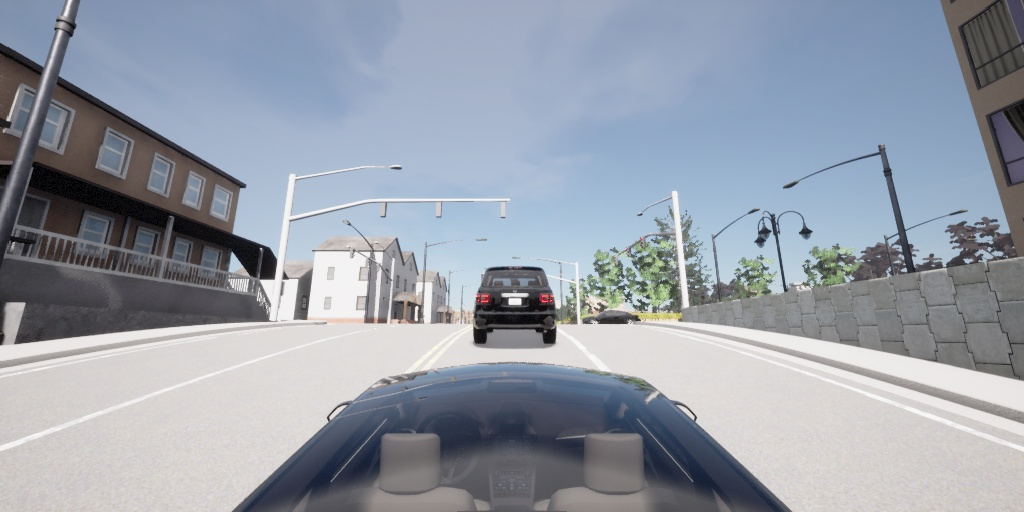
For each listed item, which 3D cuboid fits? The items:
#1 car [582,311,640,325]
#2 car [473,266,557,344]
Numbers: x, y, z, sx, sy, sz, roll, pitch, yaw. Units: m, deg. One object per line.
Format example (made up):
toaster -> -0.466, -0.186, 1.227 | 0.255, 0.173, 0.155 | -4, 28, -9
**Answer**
car -> 8.758, 5.622, 31.878 | 5.008, 1.535, 1.882 | -1, -12, 3
car -> 0.080, 1.502, 11.187 | 2.150, 2.045, 5.566 | 0, -7, 0
